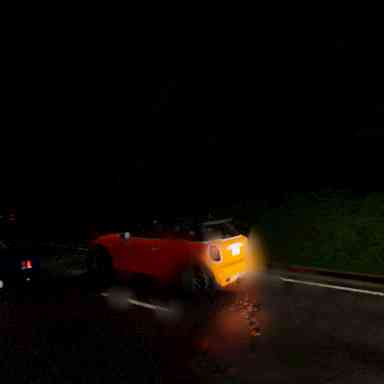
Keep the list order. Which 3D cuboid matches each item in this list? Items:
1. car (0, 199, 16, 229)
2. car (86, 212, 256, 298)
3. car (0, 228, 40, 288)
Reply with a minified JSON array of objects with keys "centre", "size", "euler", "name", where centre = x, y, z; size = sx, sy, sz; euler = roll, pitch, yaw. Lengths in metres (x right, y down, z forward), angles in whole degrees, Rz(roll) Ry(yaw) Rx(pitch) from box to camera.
[{"centre":[-10.604,1.325,15.853],"size":[5.566,2.045,2.150],"euler":[0,0,36],"name":"car"},{"centre":[-0.730,1.384,8.814],"size":[4.553,1.767,2.097],"euler":[-1,0,35],"name":"car"},{"centre":[-5.863,1.656,8.172],"size":[4.718,1.301,1.895],"euler":[0,0,35],"name":"car"}]
